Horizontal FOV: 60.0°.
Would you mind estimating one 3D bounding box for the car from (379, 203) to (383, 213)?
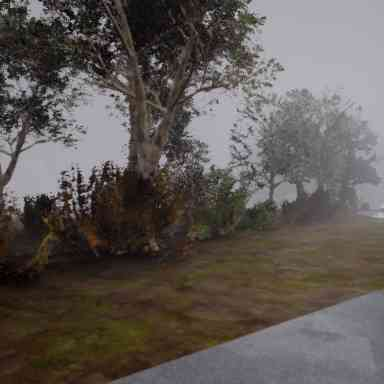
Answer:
[{"bbox_3d":[23.822,1.739,39.775,1.812,1.442,4.674,0,-1,39],"label":"car"}]
